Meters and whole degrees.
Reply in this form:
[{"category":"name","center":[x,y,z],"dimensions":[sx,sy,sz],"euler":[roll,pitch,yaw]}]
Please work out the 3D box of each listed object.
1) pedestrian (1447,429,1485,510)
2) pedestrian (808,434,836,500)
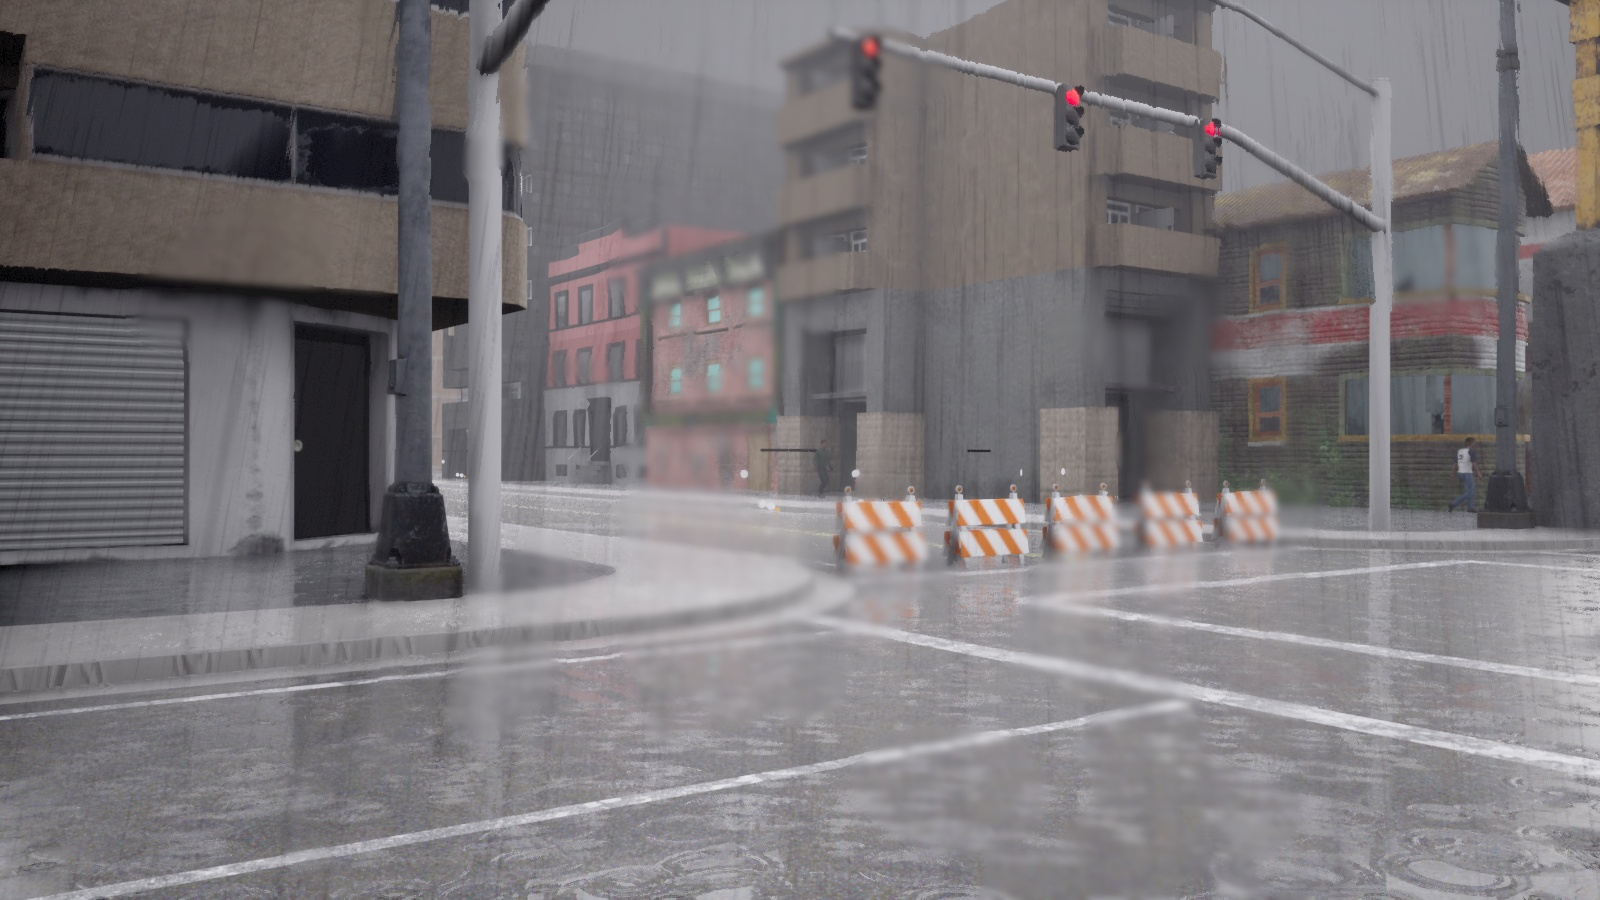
[{"category":"pedestrian","center":[15.357,0.447,28.960],"dimensions":[0.706,1.836,0.354],"euler":[0,0,-9]},{"category":"pedestrian","center":[0.666,0.499,37.494],"dimensions":[0.423,1.949,0.788],"euler":[0,0,-39]}]
